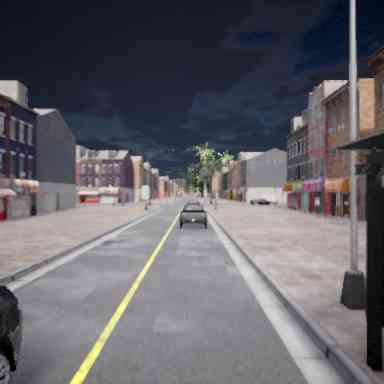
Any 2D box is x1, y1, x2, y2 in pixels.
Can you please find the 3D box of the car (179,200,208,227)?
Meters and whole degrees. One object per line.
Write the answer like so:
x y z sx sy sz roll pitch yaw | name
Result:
0.104 1.581 23.206 2.128 1.511 4.902 0 0 0 | car

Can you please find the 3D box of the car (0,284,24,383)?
-2.836 1.500 1.828 2.128 1.511 4.902 0 0 0 | car

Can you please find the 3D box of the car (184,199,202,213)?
0.111 1.657 40.440 2.128 1.511 4.902 0 0 0 | car

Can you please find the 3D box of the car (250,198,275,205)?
12.366 1.768 58.777 4.313 1.339 1.947 0 0 0 | car
